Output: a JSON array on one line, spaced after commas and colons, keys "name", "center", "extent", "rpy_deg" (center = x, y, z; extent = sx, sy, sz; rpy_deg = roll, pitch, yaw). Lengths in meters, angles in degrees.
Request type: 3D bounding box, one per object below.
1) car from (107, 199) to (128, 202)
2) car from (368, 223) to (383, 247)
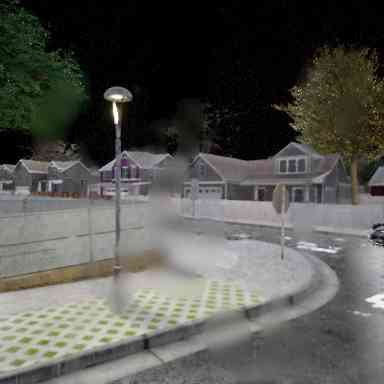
[{"name": "car", "center": [-6.642, 1.260, 28.610], "extent": [4.718, 1.301, 1.895], "rpy_deg": [1, -1, 44]}, {"name": "car", "center": [9.406, 1.535, 12.531], "extent": [4.902, 1.511, 2.128], "rpy_deg": [1, 2, 16]}]
